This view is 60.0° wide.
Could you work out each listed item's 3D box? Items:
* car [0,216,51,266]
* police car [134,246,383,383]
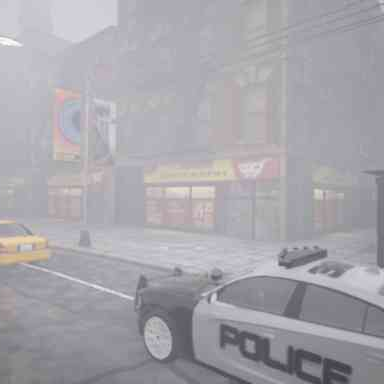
[{"bbox_3d":[-6.840,1.578,11.127,5.366,1.575,1.801,0,-1,36],"label":"car"},{"bbox_3d":[1.264,1.544,4.258,5.238,1.638,1.930,0,-2,41],"label":"police car"}]
